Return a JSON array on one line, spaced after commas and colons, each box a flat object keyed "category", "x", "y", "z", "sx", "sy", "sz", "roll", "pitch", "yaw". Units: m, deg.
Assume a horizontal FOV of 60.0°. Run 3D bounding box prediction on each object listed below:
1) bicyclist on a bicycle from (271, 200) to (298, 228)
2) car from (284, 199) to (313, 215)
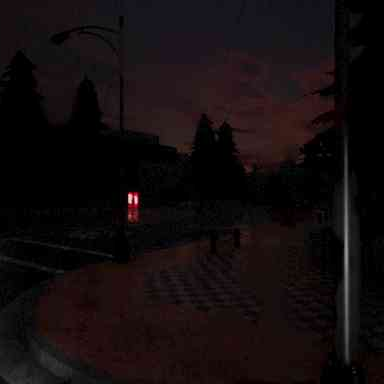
[{"category": "bicyclist on a bicycle", "x": 5.420, "y": 1.318, "z": 19.631, "sx": 1.656, "sy": 1.620, "sz": 0.582, "roll": 0, "pitch": 0, "yaw": 35}, {"category": "car", "x": 11.033, "y": 1.522, "z": 34.265, "sx": 1.837, "sy": 1.490, "sz": 4.892, "roll": 0, "pitch": -1, "yaw": 35}]
